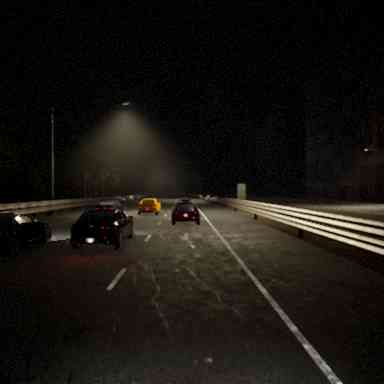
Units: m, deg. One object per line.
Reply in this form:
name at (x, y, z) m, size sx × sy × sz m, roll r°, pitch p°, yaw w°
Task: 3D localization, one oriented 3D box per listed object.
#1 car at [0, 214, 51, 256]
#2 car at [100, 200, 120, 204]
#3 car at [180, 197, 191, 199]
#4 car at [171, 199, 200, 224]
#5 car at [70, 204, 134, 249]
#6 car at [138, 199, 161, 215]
car at (-7.182, 1.548, 13.034) m, size 1.994 × 1.385 × 4.181 m, roll 0°, pitch 0°, yaw -1°
car at (-7.599, 1.478, 30.989) m, size 2.033 × 1.411 × 5.357 m, roll 0°, pitch 0°, yaw -1°
car at (-0.895, 1.374, 43.307) m, size 2.128 × 1.511 × 4.902 m, roll 0°, pitch 0°, yaw -1°
car at (-0.444, 1.487, 23.899) m, size 1.994 × 1.385 × 4.181 m, roll 0°, pitch 0°, yaw -1°
car at (-3.711, 1.471, 14.360) m, size 1.837 × 1.490 × 4.892 m, roll 0°, pitch 0°, yaw -1°
car at (-4.145, 1.390, 32.882) m, size 1.882 × 1.535 × 5.008 m, roll 0°, pitch 0°, yaw -1°
